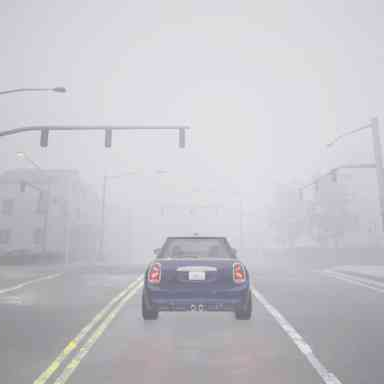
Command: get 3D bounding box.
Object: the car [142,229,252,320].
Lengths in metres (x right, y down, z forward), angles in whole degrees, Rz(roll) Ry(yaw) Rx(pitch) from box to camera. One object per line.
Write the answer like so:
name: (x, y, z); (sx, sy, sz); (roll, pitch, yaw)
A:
car: (0.088, 1.808, 8.245); (2.097, 1.767, 4.553); (0, -7, 0)

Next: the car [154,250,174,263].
car: (-3.654, 8.604, 44.250); (2.128, 1.511, 4.902); (0, -11, 0)

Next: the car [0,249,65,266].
car: (-12.068, 4.900, 24.713); (4.718, 1.301, 1.895); (-6, -12, 0)
